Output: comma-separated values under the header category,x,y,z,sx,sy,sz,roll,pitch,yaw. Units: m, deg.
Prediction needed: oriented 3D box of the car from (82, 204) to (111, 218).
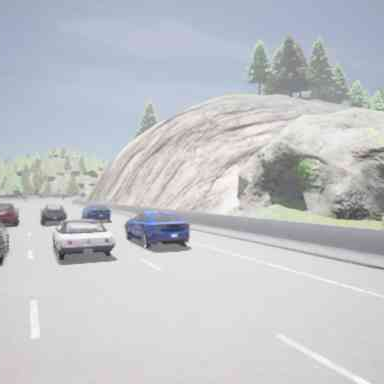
category,x,y,z,sx,sy,sz,roll,pitch,yaw
car,-8.446,1.789,29.260,1.882,1.535,5.008,0,0,-26

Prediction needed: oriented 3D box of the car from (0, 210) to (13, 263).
category,x,y,z,sx,sy,sz,roll,pitch,yaw
car,-7.757,1.632,12.063,1.837,1.490,4.892,0,0,-26

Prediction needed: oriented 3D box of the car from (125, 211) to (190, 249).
category,x,y,z,sx,sy,sz,roll,pitch,yaw
car,-1.799,1.649,15.824,1.882,1.535,5.008,0,0,-26

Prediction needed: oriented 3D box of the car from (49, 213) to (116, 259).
category,x,y,z,sx,sy,sz,roll,pitch,yaw
car,-4.503,1.744,13.369,1.895,1.301,4.718,0,-1,-26

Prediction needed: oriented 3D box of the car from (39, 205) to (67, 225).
category,x,y,z,sx,sy,sz,roll,pitch,yaw
car,-11.263,1.778,27.045,2.128,1.511,4.902,0,-1,-26

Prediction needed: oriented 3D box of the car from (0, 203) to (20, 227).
category,x,y,z,sx,sy,sz,roll,pitch,yaw
car,-14.366,1.615,25.426,2.097,1.767,4.553,0,-1,-26
